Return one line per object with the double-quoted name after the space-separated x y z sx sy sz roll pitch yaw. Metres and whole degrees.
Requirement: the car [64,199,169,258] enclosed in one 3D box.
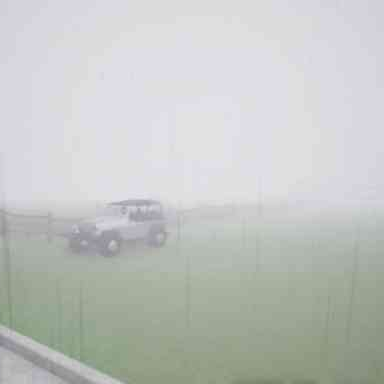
-2.563 1.224 12.362 1.905 1.878 3.866 0 0 36 "car"
